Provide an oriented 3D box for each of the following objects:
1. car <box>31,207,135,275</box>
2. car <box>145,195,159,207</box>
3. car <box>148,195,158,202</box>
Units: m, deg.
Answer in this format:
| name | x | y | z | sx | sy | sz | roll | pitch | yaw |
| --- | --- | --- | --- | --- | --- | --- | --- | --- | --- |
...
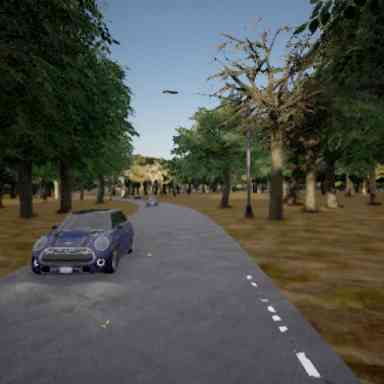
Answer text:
| name | x | y | z | sx | sy | sz | roll | pitch | yaw |
| --- | --- | --- | --- | --- | --- | --- | --- | --- | --- |
| car | -3.139 | 1.338 | 10.482 | 2.097 | 1.767 | 4.553 | 0 | 0 | 0 |
| car | -6.203 | 1.595 | 51.914 | 2.128 | 1.511 | 4.902 | 0 | 0 | -8 |
| car | -10.519 | 1.686 | 89.204 | 1.801 | 1.575 | 5.366 | 0 | 0 | -17 |
